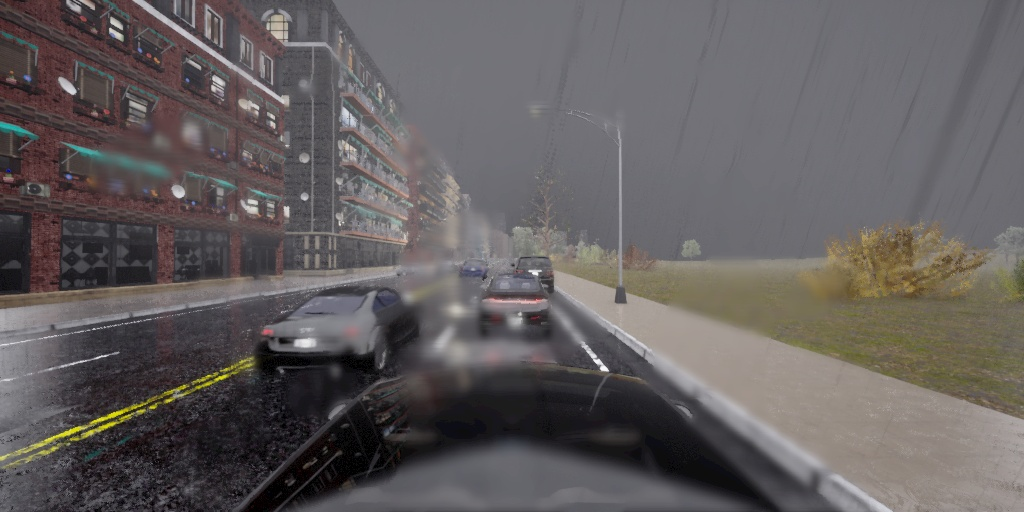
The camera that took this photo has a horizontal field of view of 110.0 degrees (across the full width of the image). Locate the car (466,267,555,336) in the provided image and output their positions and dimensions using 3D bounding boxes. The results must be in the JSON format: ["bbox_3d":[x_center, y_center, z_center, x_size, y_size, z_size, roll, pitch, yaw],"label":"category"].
[{"bbox_3d":[0.098,1.243,10.378,2.128,1.511,4.902,0,0,0],"label":"car"}]

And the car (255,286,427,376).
[{"bbox_3d":[-3.152,1.314,7.506,1.994,1.385,4.181,0,0,0],"label":"car"}]

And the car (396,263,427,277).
[{"bbox_3d":[-9.861,1.352,35.279,1.895,1.301,4.718,0,0,0],"label":"car"}]

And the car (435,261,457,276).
[{"bbox_3d":[-6.610,1.277,37.005,1.812,1.442,4.674,0,0,0],"label":"car"}]

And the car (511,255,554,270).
[{"bbox_3d":[1.133,0.977,20.248,2.150,2.045,5.566,0,0,0],"label":"car"}]

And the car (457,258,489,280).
[{"bbox_3d":[-3.157,1.103,31.150,2.097,1.767,4.553,0,0,0],"label":"car"}]
